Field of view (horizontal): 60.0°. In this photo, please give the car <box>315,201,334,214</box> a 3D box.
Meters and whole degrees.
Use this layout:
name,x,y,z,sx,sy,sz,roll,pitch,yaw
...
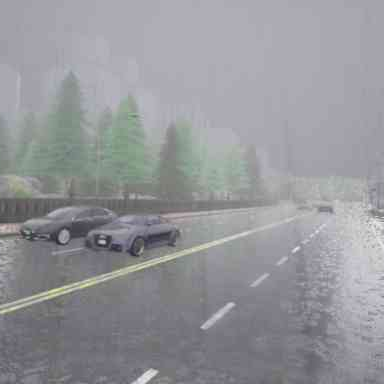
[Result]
name,x,y,z,sx,sy,sz,roll,pitch,yaw
car,20.106,2.424,49.978,1.882,1.535,5.008,2,0,26

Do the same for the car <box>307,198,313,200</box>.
name,x,y,z,sx,sy,sz,roll,pitch,yaw
car,26.160,2.715,70.550,1.882,1.535,5.008,2,0,26

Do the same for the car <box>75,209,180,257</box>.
name,x,y,z,sx,sy,sz,roll,pitch,yaw
car,-2.124,1.524,12.910,1.994,1.385,4.181,2,0,26

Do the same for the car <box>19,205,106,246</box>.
name,x,y,z,sx,sy,sz,roll,pitch,yaw
car,-5.125,1.355,14.730,1.837,1.490,4.892,2,0,26

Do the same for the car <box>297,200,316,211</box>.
name,x,y,z,sx,sy,sz,roll,pitch,yaw
car,19.247,2.498,56.541,1.994,1.385,4.181,2,0,27
